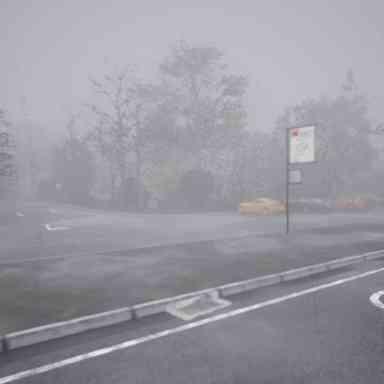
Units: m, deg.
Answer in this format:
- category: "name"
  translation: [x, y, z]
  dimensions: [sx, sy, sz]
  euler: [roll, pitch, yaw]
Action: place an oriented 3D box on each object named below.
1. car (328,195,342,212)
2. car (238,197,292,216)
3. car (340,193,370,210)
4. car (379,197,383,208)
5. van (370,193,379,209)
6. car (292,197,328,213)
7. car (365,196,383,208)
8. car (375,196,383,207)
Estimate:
- category: "car"
  translation: [13.213, 1.347, 35.950]
  dimensions: [2.002, 1.452, 4.674]
  euler: [0, 0, -35]
- category: "car"
  translation: [6.415, 1.320, 31.092]
  dimensions: [2.097, 1.535, 5.008]
  euler: [0, 0, -35]
- category: "car"
  translation: [17.764, 1.188, 39.158]
  dimensions: [2.185, 1.767, 4.553]
  euler: [0, 0, -36]
- category: "car"
  translation: [24.542, 1.381, 44.040]
  dimensions: [2.002, 1.452, 4.674]
  euler: [0, 0, -36]
- category: "van"
  translation: [19.941, 1.094, 40.895]
  dimensions: [1.878, 1.987, 4.442]
  euler: [0, 0, -36]
- category: "car"
  translation: [10.942, 1.307, 34.334]
  dimensions: [2.097, 1.535, 5.008]
  euler: [0, 0, -35]
- category: "car"
  translation: [26.913, 1.348, 45.512]
  dimensions: [1.946, 1.575, 5.366]
  euler: [0, 0, -36]
- category: "car"
  translation: [29.074, 1.361, 47.280]
  dimensions: [2.097, 1.535, 5.008]
  euler: [0, 0, -36]
